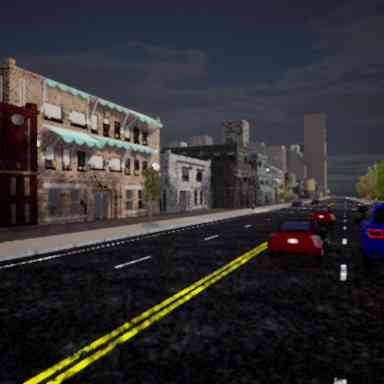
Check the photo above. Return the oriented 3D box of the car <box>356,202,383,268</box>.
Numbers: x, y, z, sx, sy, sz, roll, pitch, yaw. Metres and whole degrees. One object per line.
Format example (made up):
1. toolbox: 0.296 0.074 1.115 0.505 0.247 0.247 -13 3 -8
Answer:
1. car: 6.973 1.347 11.371 2.150 2.045 5.566 0 0 25

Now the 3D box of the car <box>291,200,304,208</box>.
1. car: 19.867 2.245 62.639 1.994 1.385 4.181 0 -1 25

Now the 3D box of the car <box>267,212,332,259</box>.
1. car: 4.402 1.714 13.524 1.994 1.385 4.181 0 -1 25

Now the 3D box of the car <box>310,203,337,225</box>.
1. car: 10.705 1.860 27.178 1.994 1.385 4.181 0 -1 25

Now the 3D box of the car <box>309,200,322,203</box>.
1. car: 22.810 2.168 61.260 1.837 1.490 4.892 0 -1 25

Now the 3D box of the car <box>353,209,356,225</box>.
1. car: 13.972 1.762 26.487 1.882 1.535 5.008 0 0 25
